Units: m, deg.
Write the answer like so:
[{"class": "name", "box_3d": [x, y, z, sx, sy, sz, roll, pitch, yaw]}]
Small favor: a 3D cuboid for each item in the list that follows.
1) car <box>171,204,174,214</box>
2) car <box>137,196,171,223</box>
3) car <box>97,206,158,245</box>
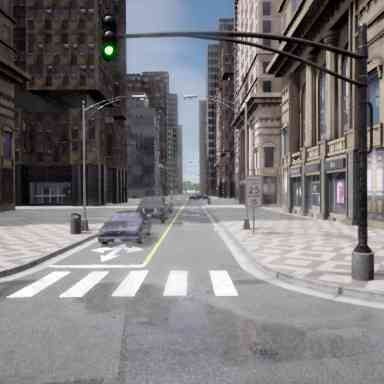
[{"class": "car", "box_3d": [-3.087, 1.684, 37.051, 1.812, 1.442, 4.674, 0, 0, 0]}, {"class": "car", "box_3d": [-3.105, 1.348, 26.720, 2.150, 2.045, 5.566, 0, 0, -1]}, {"class": "car", "box_3d": [-3.107, 1.643, 16.501, 2.033, 1.411, 5.357, 0, 0, 0]}]
